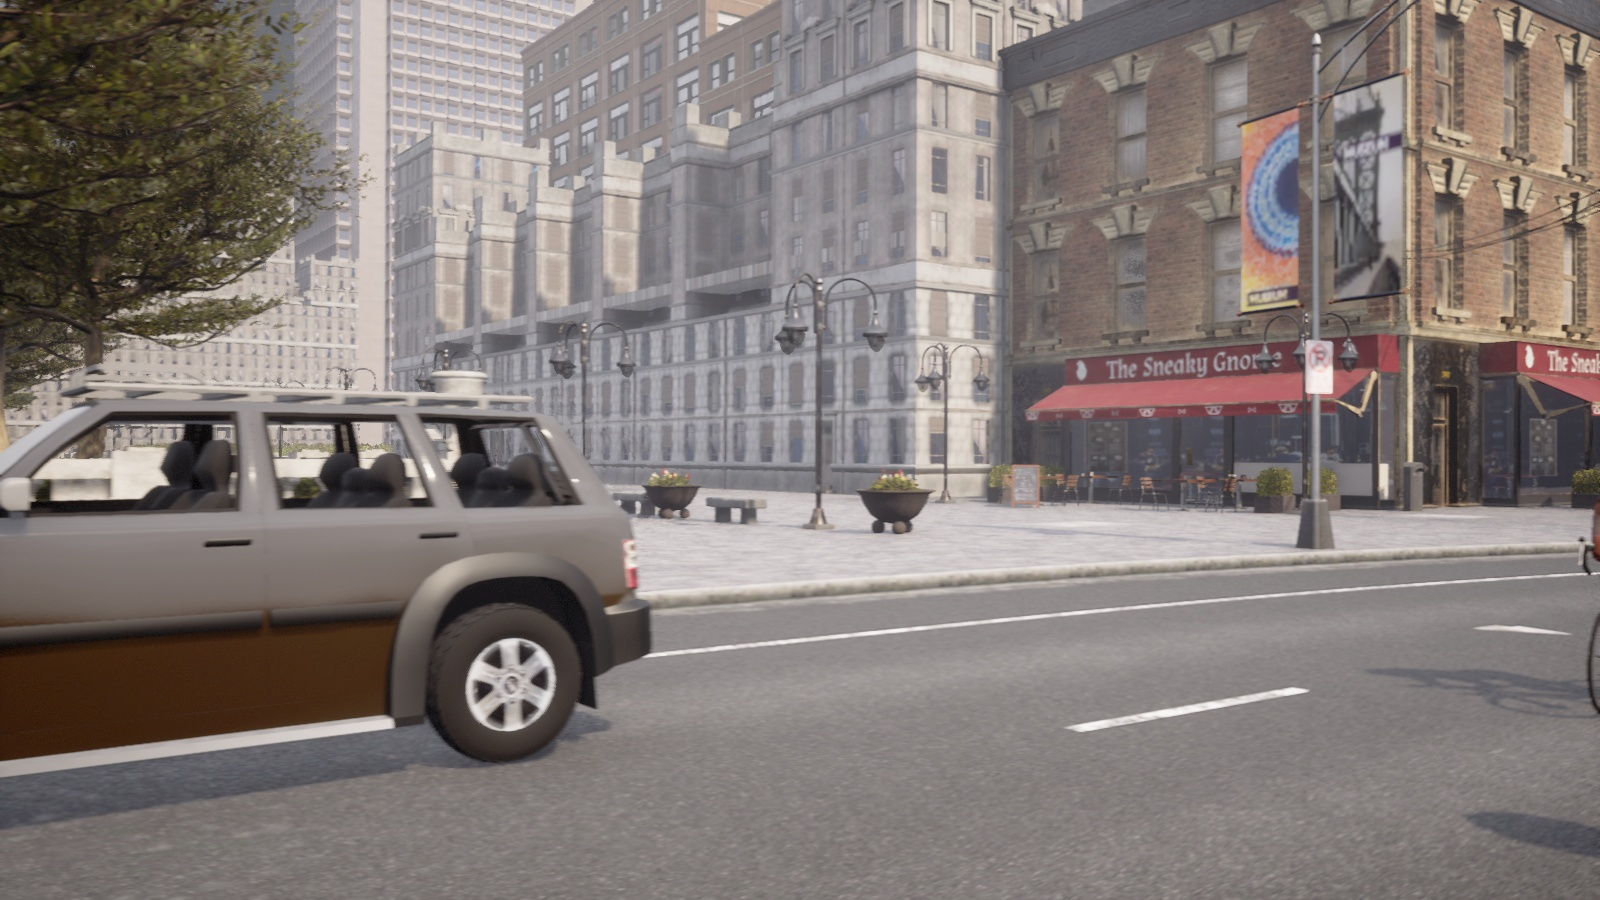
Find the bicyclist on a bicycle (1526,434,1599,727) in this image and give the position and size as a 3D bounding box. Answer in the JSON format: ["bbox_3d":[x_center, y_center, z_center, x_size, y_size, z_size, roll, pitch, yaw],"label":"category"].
[{"bbox_3d":[5.055,0.720,7.506,1.656,1.620,0.582,0,0,-35],"label":"bicyclist on a bicycle"}]

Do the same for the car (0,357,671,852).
[{"bbox_3d":[-3.087,0.583,5.852,4.605,1.855,1.932,0,0,-37],"label":"car"}]
